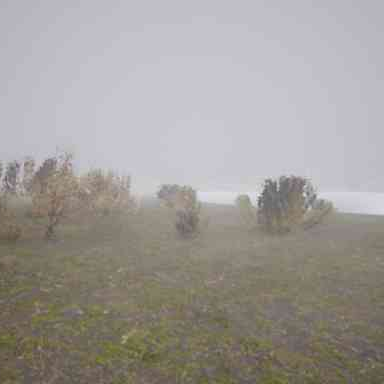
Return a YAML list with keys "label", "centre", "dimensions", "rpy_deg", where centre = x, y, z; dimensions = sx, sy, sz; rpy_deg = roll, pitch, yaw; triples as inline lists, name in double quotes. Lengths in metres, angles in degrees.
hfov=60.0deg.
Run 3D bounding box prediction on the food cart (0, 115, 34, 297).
- label: "food cart"
  centre: [-5.947, 0.263, 7.423]
  dimensions: [4.660, 3.560, 2.280]
  rpy_deg: [0, 1, 34]
